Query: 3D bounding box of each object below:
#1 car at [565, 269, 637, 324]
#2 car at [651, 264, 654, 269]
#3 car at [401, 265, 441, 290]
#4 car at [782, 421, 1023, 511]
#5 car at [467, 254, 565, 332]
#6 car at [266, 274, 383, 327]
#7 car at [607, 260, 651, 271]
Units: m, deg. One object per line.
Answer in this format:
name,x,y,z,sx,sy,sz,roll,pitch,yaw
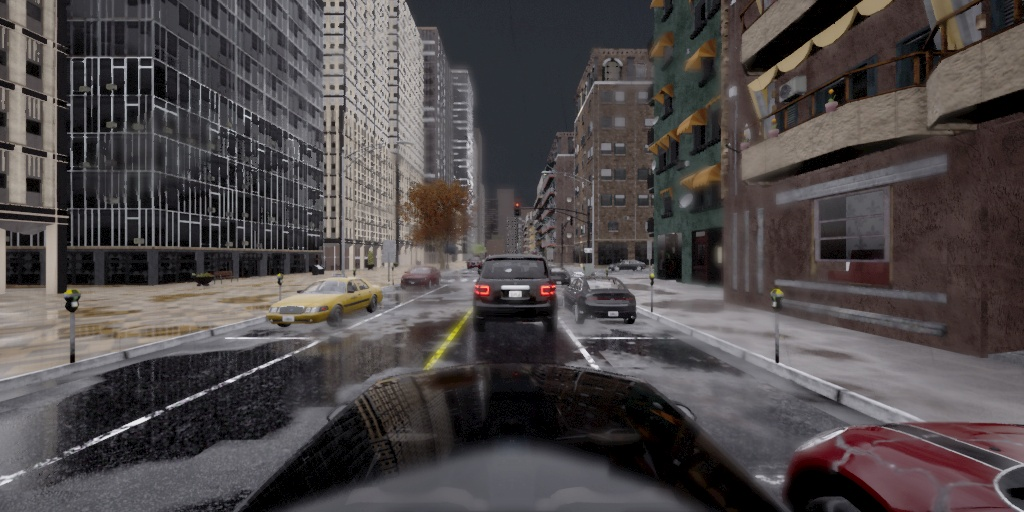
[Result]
car,2.690,1.301,11.703,2.007,1.370,4.403,0,0,0
car,18.838,1.006,42.237,4.829,1.417,1.751,0,0,-1
car,-5.688,1.299,22.771,1.888,1.381,4.507,0,0,0
car,2.687,1.190,0.638,1.967,1.591,4.097,0,0,0
car,0.091,0.972,10.980,2.150,2.045,5.566,0,0,0
car,-5.690,1.276,11.536,1.751,1.417,4.829,0,0,0
car,13.441,1.109,42.183,4.403,1.370,2.007,0,0,-1
